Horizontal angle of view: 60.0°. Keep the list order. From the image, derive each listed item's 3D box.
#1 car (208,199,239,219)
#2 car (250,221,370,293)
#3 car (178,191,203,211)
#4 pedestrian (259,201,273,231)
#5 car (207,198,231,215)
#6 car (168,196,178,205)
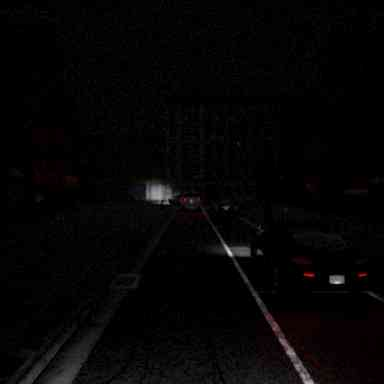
[{"bbox_3d":[2.548,1.250,26.639,1.967,1.590,4.097,0,0,0],"label":"car"},{"bbox_3d":[2.719,1.462,8.556,1.812,1.442,4.674,0,0,0],"label":"car"},{"bbox_3d":[-0.040,0.963,36.152,2.150,2.045,5.566,0,0,0],"label":"car"},{"bbox_3d":[2.598,1.209,11.398,0.375,1.860,0.375,0,0,0],"label":"pedestrian"},{"bbox_3d":[2.527,1.324,32.143,2.008,1.369,4.403,0,0,0],"label":"car"},{"bbox_3d":[-1.775,1.251,48.310,1.895,1.301,4.718,1,0,-29],"label":"car"}]
